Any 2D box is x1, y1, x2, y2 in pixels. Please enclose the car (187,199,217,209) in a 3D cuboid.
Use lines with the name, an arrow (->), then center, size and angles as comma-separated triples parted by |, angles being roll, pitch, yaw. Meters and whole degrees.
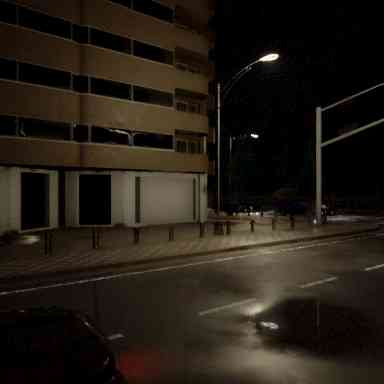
car -> 1.411, 1.656, 48.666 | 1.895, 1.301, 4.718 | 0, 0, -36

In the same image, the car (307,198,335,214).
car -> 12.139, 1.407, 33.799 | 2.097, 1.767, 4.553 | 0, 0, -36

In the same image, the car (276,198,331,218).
car -> 9.961, 1.581, 30.865 | 1.812, 1.442, 4.674 | 0, 0, -37

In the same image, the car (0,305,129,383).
car -> -3.039, 1.547, 1.824 | 5.357, 1.411, 2.033 | 0, 0, -36

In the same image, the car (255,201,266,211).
car -> 6.889, 1.560, 41.069 | 1.837, 1.490, 4.892 | 0, 0, -36

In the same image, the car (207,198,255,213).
car -> 4.332, 1.603, 38.630 | 2.033, 1.411, 5.357 | 0, 0, -36
